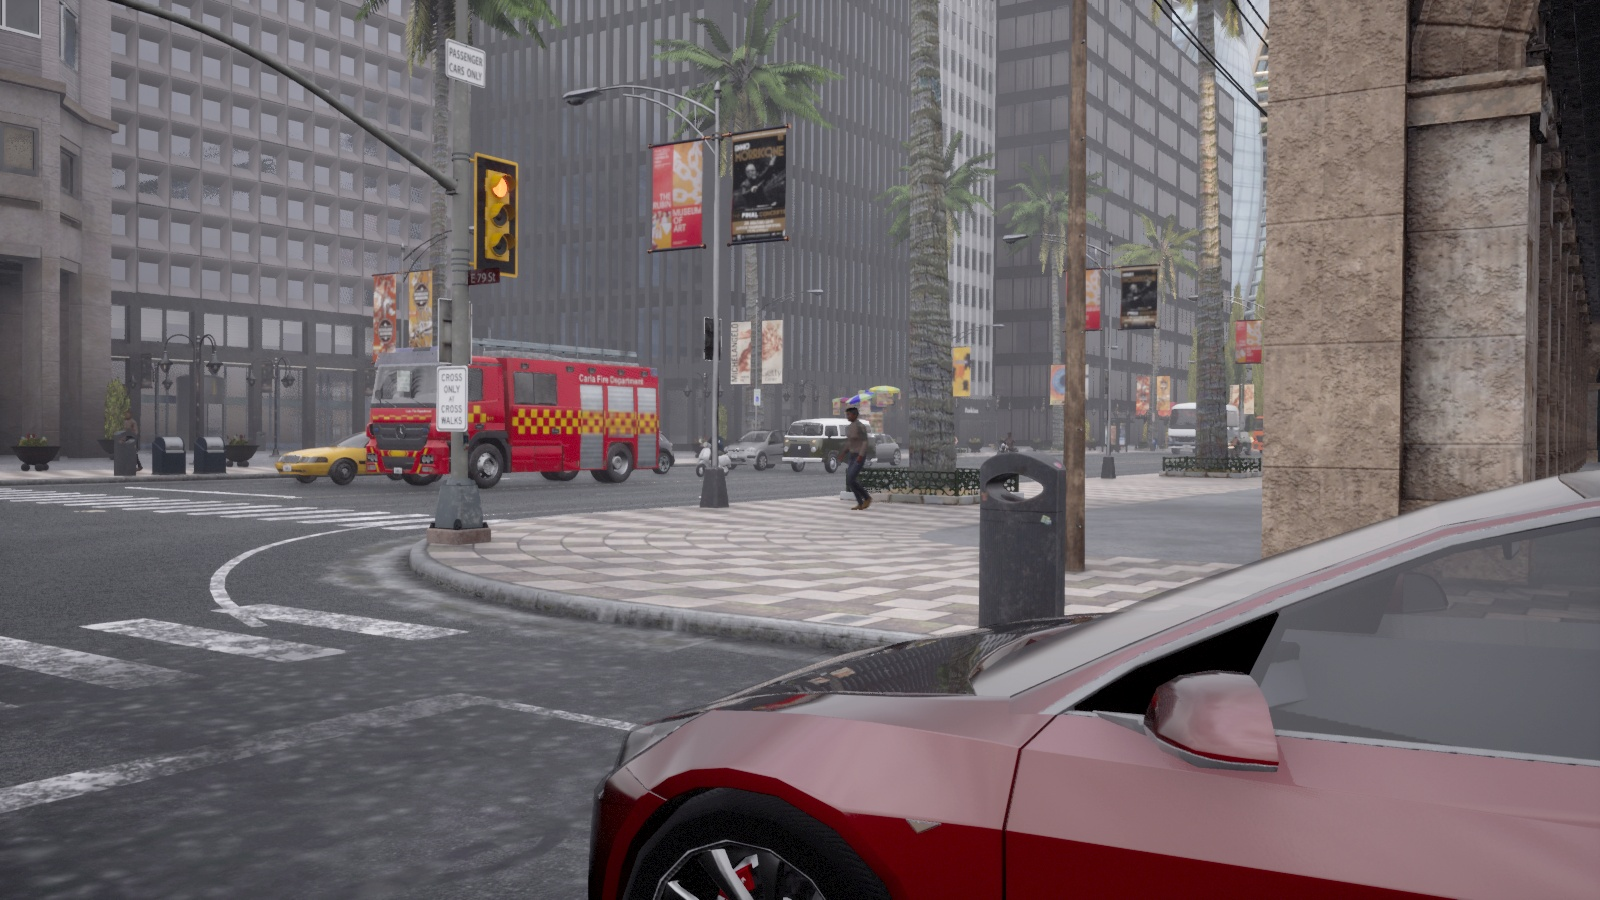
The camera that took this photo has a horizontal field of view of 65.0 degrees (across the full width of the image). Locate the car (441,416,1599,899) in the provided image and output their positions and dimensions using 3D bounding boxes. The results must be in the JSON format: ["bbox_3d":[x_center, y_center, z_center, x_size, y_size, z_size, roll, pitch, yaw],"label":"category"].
[{"bbox_3d":[1.787,0.681,2.457,4.792,1.488,2.163,0,1,33],"label":"car"}]

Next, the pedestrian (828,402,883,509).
[{"bbox_3d":[0.955,0.086,21.502,0.869,1.805,0.328,-1,1,-27],"label":"pedestrian"}]

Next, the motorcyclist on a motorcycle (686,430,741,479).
[{"bbox_3d":[-2.858,0.142,41.631,0.866,1.590,1.817,0,1,33],"label":"motorcyclist on a motorcycle"}]

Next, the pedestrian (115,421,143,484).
[{"bbox_3d":[-19.699,0.063,36.867,0.331,1.846,0.634,0,1,19],"label":"pedestrian"}]

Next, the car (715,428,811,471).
[{"bbox_3d":[-1.431,-0.042,50.141,1.851,1.617,3.988,0,1,33],"label":"car"}]

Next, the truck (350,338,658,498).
[{"bbox_3d":[-7.730,-0.831,34.274,2.891,3.827,8.468,0,1,33],"label":"truck"}]

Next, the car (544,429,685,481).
[{"bbox_3d":[-6.252,0.133,42.845,2.033,1.649,4.856,0,1,34],"label":"car"}]

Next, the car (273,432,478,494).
[{"bbox_3d":[-11.593,0.301,34.719,1.801,1.575,5.366,0,1,34],"label":"car"}]

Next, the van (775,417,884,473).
[{"bbox_3d":[1.180,-0.208,47.746,2.069,2.038,4.480,0,1,33],"label":"van"}]

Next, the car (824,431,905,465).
[{"bbox_3d":[2.949,-0.105,56.751,1.970,1.475,3.806,0,1,33],"label":"car"}]
